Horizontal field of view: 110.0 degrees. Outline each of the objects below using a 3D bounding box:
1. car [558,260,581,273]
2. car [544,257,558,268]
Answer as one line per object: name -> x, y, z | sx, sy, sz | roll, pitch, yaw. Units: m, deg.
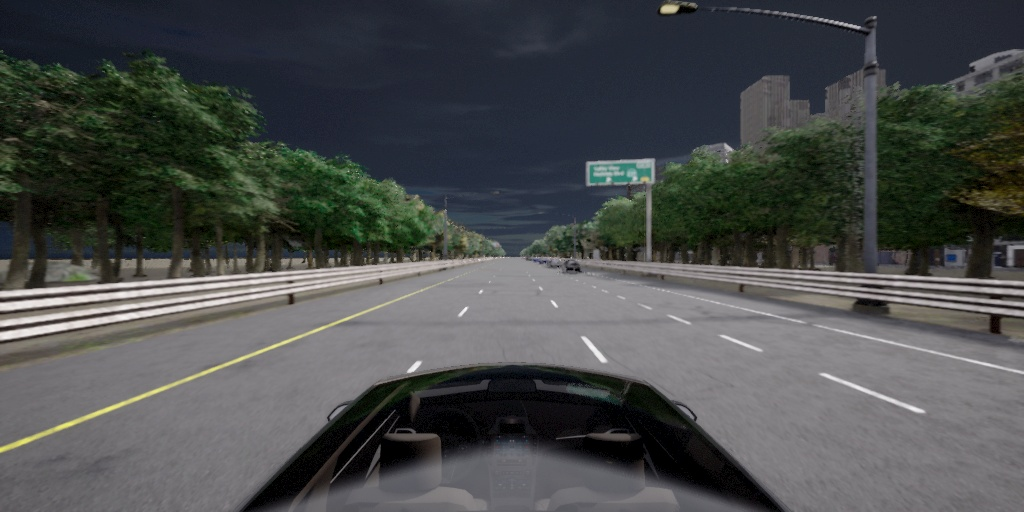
car -> 7.067, 1.250, 43.049 | 1.837, 1.490, 4.892 | 0, 0, 0
car -> 7.101, 1.280, 59.980 | 2.033, 1.411, 5.357 | 0, 0, 0
